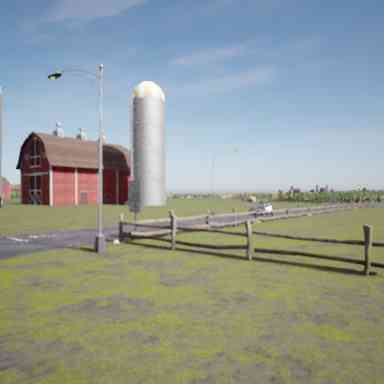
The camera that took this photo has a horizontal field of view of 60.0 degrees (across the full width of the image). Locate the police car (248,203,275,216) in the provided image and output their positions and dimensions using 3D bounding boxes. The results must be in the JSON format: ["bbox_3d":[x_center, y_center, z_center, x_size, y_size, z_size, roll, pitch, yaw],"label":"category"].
[{"bbox_3d":[8.640,2.129,41.531,2.038,1.542,4.974,-1,-1,36],"label":"police car"}]
